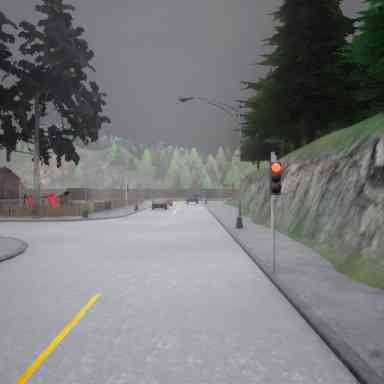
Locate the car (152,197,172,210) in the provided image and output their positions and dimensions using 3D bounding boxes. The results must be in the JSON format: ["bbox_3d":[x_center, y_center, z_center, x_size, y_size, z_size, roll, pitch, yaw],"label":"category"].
[{"bbox_3d":[-4.053,1.478,42.940,1.882,1.535,5.008,0,0,0],"label":"car"}]

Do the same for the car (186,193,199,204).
[{"bbox_3d":[0.068,1.221,62.571,2.150,2.045,5.566,0,0,0],"label":"car"}]
